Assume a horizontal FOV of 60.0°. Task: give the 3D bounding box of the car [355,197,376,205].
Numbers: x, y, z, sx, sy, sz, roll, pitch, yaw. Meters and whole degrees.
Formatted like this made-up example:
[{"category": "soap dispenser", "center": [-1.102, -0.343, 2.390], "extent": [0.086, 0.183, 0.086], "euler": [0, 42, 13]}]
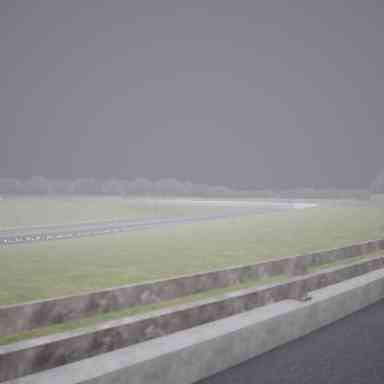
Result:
[{"category": "car", "center": [43.308, 2.211, 84.148], "extent": [2.150, 2.045, 5.566], "euler": [0, -1, -1]}]
